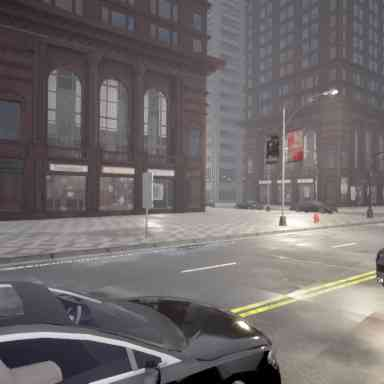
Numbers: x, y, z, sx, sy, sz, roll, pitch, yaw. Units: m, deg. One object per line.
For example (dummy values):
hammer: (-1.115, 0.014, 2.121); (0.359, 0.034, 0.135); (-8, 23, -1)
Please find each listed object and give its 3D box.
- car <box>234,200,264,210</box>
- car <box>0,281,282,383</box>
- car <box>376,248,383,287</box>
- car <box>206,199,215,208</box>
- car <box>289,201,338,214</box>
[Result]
car: (7.720, 1.785, 45.289); (1.994, 1.385, 4.181); (1, -1, -35)
car: (-1.387, 1.492, 2.450); (4.902, 1.511, 2.128); (0, 0, -36)
car: (6.227, 1.515, 7.874); (4.892, 1.490, 1.837); (0, 0, -35)
car: (1.690, 1.746, 53.780); (1.882, 1.535, 5.008); (1, -1, -35)
car: (13.478, 1.723, 37.188); (2.033, 1.411, 5.357); (1, -1, -35)
